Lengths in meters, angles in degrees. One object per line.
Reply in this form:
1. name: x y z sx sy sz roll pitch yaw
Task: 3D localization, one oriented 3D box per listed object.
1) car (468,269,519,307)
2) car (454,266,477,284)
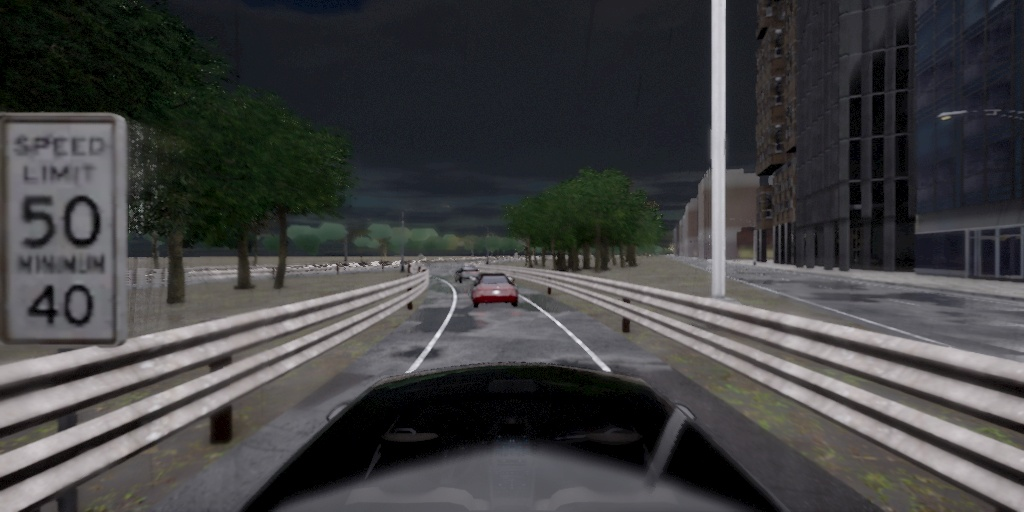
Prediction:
1. car: -0.900 1.475 16.621 1.994 1.385 4.181 0 -1 -8
2. car: -3.994 1.587 31.765 2.128 1.511 4.902 0 0 -16
